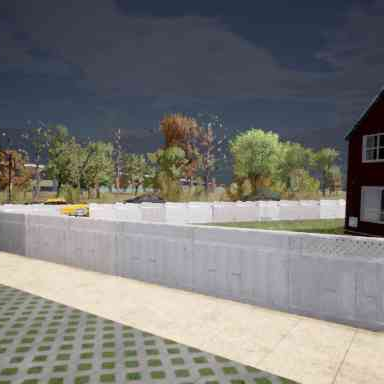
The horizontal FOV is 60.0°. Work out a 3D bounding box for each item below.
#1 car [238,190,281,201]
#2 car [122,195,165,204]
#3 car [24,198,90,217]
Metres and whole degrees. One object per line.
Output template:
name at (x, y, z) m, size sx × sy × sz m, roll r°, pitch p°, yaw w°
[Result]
car at (8.619, 0.717, 42.493) m, size 5.566 × 2.045 × 2.150 m, roll 0°, pitch 2°, yaw -18°
car at (-5.483, 1.090, 37.803) m, size 4.892 × 1.490 × 1.837 m, roll -1°, pitch 2°, yaw -19°
car at (-11.382, 1.351, 28.769) m, size 5.008 × 1.535 × 1.882 m, roll -1°, pitch 2°, yaw -18°
